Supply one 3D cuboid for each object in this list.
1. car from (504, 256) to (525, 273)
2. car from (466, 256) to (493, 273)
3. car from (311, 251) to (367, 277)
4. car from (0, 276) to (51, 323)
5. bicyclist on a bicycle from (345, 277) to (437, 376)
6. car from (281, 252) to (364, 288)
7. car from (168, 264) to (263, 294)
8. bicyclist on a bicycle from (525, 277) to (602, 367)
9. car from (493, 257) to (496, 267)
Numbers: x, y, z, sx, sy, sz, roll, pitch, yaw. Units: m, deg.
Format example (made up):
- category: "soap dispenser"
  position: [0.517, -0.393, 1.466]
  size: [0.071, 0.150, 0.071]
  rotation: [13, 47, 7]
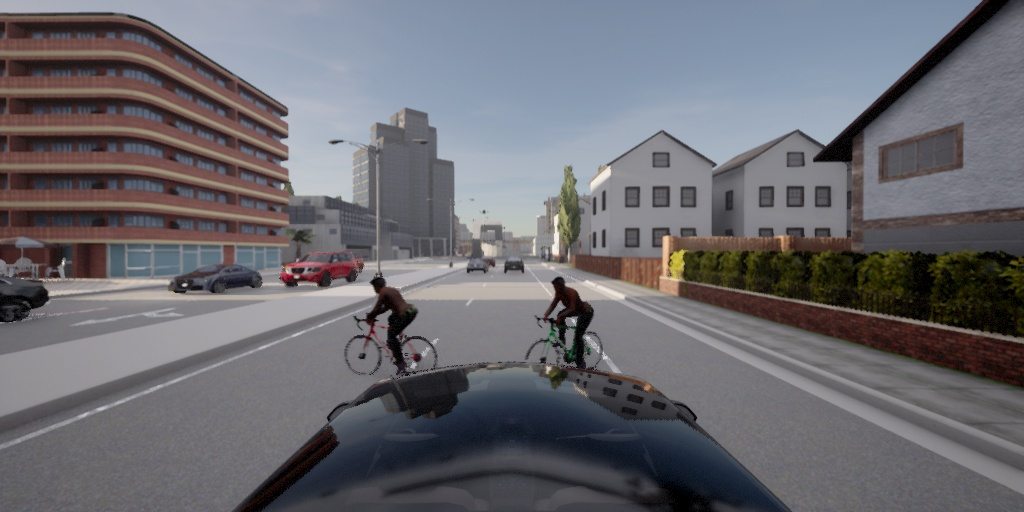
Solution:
- category: "car"
  position: [0.214, 0.841, 35.201]
  size: [1.882, 1.535, 5.008]
  rotation: [0, 0, 1]
- category: "car"
  position: [-3.290, 0.913, 34.972]
  size: [2.033, 1.411, 5.357]
  rotation: [0, 1, 1]
- category: "car"
  position: [-14.923, 0.629, 31.415]
  size: [2.150, 2.045, 5.566]
  rotation: [0, 1, 0]
- category: "car"
  position: [-15.074, 1.158, 8.837]
  size: [2.128, 1.511, 4.902]
  rotation: [0, 1, 0]
- category: "bicyclist on a bicycle"
  position: [-1.970, 1.158, 5.742]
  size: [1.656, 1.620, 0.582]
  rotation: [-1, 0, 12]
- category: "car"
  position: [-11.454, 0.741, 21.888]
  size: [2.150, 2.045, 5.566]
  rotation: [0, 0, 1]
- category: "car"
  position: [-15.024, 1.121, 18.446]
  size: [1.994, 1.385, 4.181]
  rotation: [0, 1, 0]
- category: "bicyclist on a bicycle"
  position: [0.880, 1.154, 5.811]
  size: [1.656, 1.620, 0.582]
  rotation: [-1, 1, -32]
- category: "car"
  position: [-3.233, 0.691, 48.186]
  size: [1.882, 1.535, 5.008]
  rotation: [0, 1, 1]
